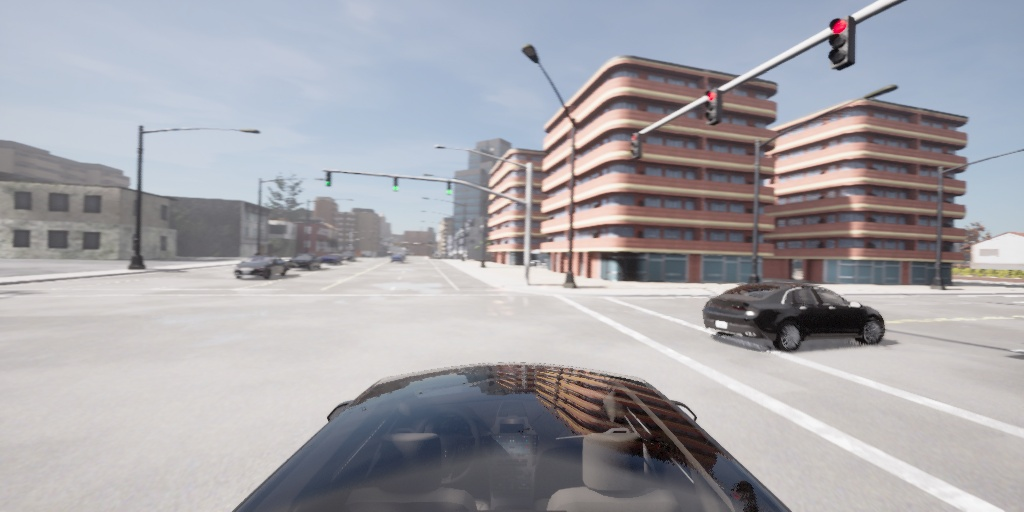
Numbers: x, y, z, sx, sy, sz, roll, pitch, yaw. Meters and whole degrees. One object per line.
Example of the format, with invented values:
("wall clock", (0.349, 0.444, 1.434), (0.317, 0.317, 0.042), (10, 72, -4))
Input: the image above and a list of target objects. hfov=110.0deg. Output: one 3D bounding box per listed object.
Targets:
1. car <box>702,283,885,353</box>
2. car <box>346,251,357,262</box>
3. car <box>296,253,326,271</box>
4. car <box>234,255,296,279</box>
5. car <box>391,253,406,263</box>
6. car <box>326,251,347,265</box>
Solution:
("car", (7.365, 1.475, 9.404), (4.892, 1.490, 1.837), (2, -2, -18))
("car", (-24.306, 0.070, 53.195), (1.837, 1.490, 4.892), (2, 1, -15))
("car", (-19.253, 0.505, 33.482), (1.882, 1.535, 5.008), (2, 1, -15))
("car", (-16.879, 0.703, 24.336), (2.128, 1.511, 4.902), (1, 1, -15))
("car", (-17.498, 0.300, 54.815), (2.033, 1.411, 5.357), (2, 1, -15))
("car", (-21.715, 0.404, 43.095), (1.895, 1.301, 4.718), (2, 1, -14))
